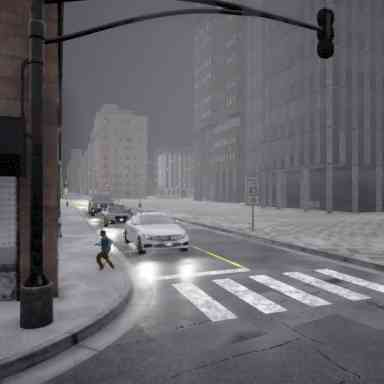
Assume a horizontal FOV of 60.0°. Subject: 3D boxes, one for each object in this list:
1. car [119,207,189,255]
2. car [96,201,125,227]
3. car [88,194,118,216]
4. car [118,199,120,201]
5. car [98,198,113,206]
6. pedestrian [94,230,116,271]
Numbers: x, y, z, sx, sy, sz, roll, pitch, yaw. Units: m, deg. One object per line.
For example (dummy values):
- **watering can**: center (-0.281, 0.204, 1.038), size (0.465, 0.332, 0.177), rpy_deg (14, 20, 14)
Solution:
- **car**: center (-1.628, 1.542, 13.761), size (1.812, 1.442, 4.674), rpy_deg (0, 0, -21)
- **car**: center (-5.226, 1.592, 23.055), size (1.994, 1.385, 4.181), rpy_deg (0, 0, -21)
- **car**: center (-9.056, 1.261, 33.042), size (2.150, 2.045, 5.566), rpy_deg (0, 0, -21)
- **car**: center (-11.218, 1.659, 47.548), size (1.895, 1.301, 4.718), rpy_deg (0, 0, -21)
- **car**: center (-14.894, 1.671, 57.096), size (1.895, 1.301, 4.718), rpy_deg (0, 0, -21)
- **pedestrian**: center (-2.256, 1.531, 8.724), size (0.500, 1.100, 0.500), rpy_deg (0, 0, -21)
